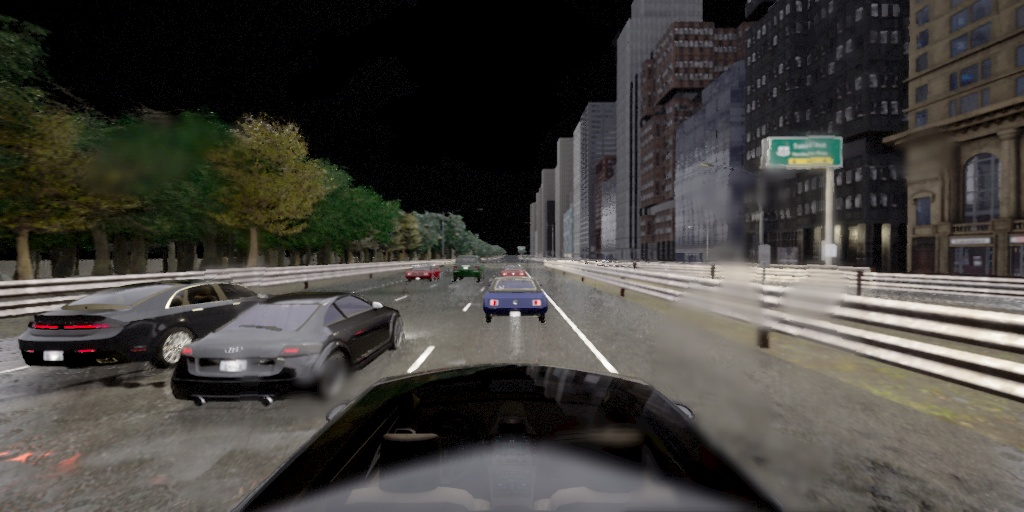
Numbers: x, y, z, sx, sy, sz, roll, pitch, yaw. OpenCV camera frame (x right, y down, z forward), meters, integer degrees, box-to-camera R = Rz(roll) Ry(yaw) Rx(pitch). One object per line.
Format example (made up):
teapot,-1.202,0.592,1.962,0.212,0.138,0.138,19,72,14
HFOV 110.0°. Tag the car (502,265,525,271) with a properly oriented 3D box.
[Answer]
car,0.088,1.359,28.501,1.895,1.301,4.718,0,0,0

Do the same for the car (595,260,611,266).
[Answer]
car,13.098,1.364,53.111,2.163,1.488,4.792,0,0,-16

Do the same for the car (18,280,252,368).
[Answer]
car,-6.902,1.254,7.820,1.837,1.490,4.892,0,0,0

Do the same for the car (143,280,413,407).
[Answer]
car,-3.402,1.314,6.391,1.994,1.385,4.181,0,0,0

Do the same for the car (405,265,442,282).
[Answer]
car,-6.911,1.359,28.555,1.895,1.301,4.718,0,0,0

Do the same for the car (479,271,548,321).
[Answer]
car,0.097,1.351,12.350,1.895,1.301,4.718,0,0,0

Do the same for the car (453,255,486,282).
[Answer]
car,-3.409,0.980,29.102,2.150,2.045,5.566,0,0,0
